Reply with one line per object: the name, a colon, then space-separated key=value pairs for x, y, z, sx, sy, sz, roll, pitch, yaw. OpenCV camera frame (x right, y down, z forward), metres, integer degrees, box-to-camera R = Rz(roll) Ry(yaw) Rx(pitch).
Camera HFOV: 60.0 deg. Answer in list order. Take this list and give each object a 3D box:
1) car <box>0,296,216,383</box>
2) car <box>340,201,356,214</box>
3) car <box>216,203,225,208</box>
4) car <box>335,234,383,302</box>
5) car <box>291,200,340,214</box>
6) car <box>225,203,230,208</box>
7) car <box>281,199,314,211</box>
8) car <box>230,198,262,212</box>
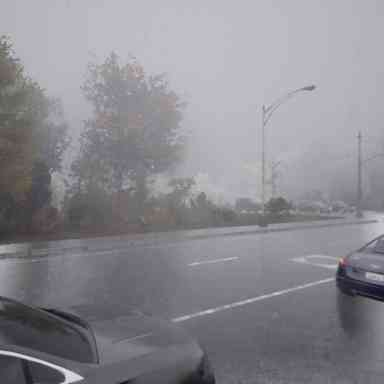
car: x=-2.033 y=1.505 z=2.297 sx=4.892 sy=1.490 sz=1.837 roll=0 pitch=0 yaw=-36
car: x=16.713 y=1.741 z=39.052 sx=2.128 sy=1.511 sz=4.902 roll=0 pitch=-2 yaw=-34
car: x=2.792 y=2.480 z=54.602 sx=2.097 sy=1.767 sz=4.553 roll=0 pitch=-3 yaw=-32
car: x=5.112 y=1.574 z=7.402 sx=4.181 sy=1.385 sz=1.994 roll=0 pitch=0 yaw=-34
car: x=13.534 y=1.741 z=37.550 sx=2.128 sy=1.511 sz=4.902 roll=0 pitch=-2 yaw=-32
car: x=6.445 y=2.564 z=55.367 sx=2.128 sy=1.511 sz=4.902 roll=0 pitch=-3 yaw=-32
car: x=16.660 y=2.049 z=52.637 sx=2.097 sy=1.767 sz=4.553 roll=0 pitch=-3 yaw=-32
car: x=8.235 y=1.831 z=45.953 sx=2.150 sy=2.045 sz=5.566 roll=0 pitch=-3 yaw=-32
